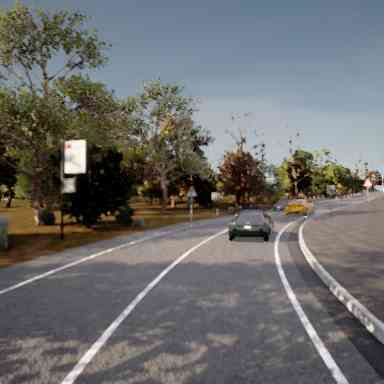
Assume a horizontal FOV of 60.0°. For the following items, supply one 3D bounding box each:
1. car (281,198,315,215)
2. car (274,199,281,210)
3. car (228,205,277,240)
[{"bbox_3d":[10.874,1.475,33.299,1.882,1.535,5.008,-3,-1,33],"label":"car"},{"bbox_3d":[11.347,1.549,40.165,2.128,1.511,4.902,-3,0,36],"label":"car"},{"bbox_3d":[3.140,1.606,17.270,1.994,1.385,4.181,-1,-1,17],"label":"car"}]
